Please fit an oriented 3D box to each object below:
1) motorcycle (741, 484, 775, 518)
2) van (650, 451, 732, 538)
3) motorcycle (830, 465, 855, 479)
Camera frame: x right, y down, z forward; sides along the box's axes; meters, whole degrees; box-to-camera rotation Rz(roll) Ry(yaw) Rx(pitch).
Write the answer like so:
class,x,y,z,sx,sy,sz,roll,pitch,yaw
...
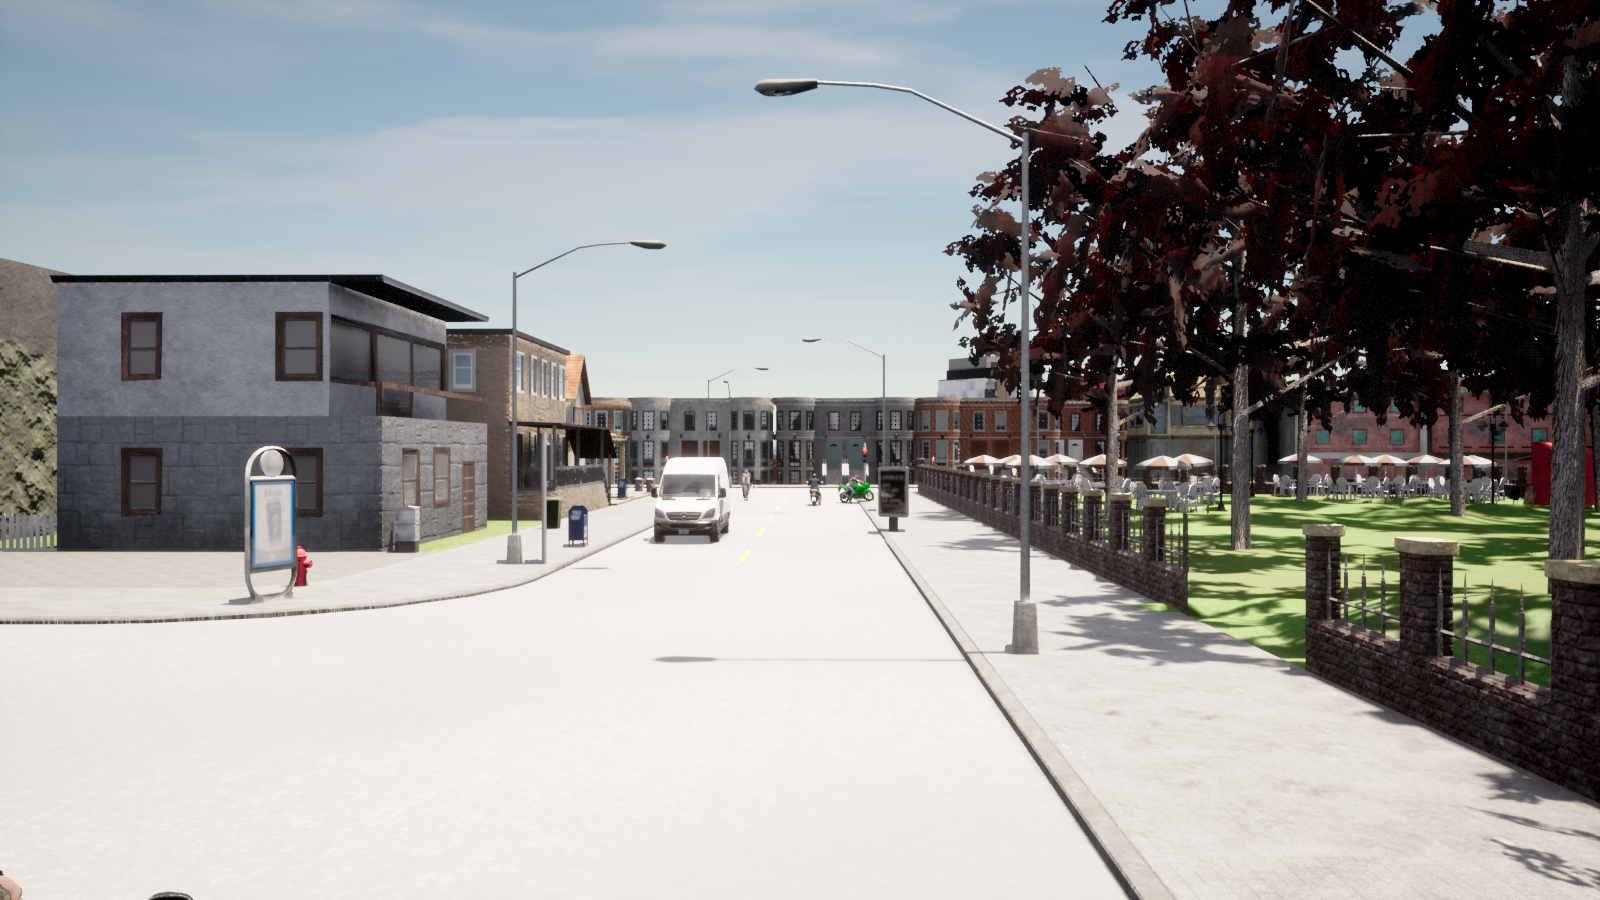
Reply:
class,x,y,z,sx,sy,sz,roll,pitch,yaw
motorcycle,-1.677,1.985,45.065,0.867,1.251,2.209,0,0,-15
van,-3.393,1.314,36.728,1.988,2.561,5.915,0,0,1
motorcycle,3.779,1.939,101.151,2.033,1.145,0.803,-5,-2,27
